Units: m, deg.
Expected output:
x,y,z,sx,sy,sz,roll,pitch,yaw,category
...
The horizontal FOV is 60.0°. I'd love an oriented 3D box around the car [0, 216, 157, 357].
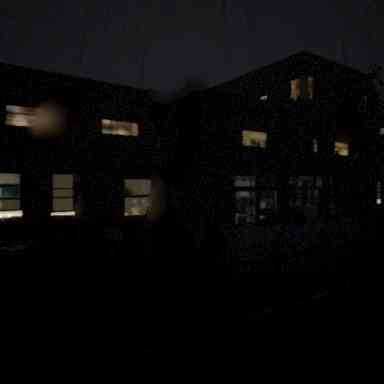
x,y,z,sx,sy,sz,roll,pitch,yaw,category
-2.879,1.320,4.503,5.009,1.841,2.192,0,0,-36,car
